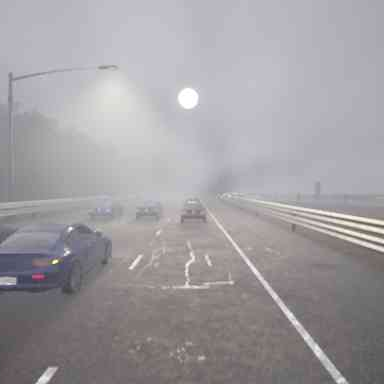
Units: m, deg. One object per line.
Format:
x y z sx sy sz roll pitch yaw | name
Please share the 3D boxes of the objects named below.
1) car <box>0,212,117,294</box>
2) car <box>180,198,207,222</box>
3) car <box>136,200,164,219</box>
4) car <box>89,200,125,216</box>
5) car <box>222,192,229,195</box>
-3.410 1.474 8.481 1.812 1.442 4.674 0 0 0 | car
0.110 1.398 24.674 2.033 1.411 5.357 0 0 0 | car
-3.393 1.382 27.312 2.033 1.411 5.357 0 0 0 | car
-6.893 1.382 27.275 2.033 1.411 5.357 0 0 0 | car
9.100 0.814 89.644 1.994 1.385 4.181 0 0 -12 | car
